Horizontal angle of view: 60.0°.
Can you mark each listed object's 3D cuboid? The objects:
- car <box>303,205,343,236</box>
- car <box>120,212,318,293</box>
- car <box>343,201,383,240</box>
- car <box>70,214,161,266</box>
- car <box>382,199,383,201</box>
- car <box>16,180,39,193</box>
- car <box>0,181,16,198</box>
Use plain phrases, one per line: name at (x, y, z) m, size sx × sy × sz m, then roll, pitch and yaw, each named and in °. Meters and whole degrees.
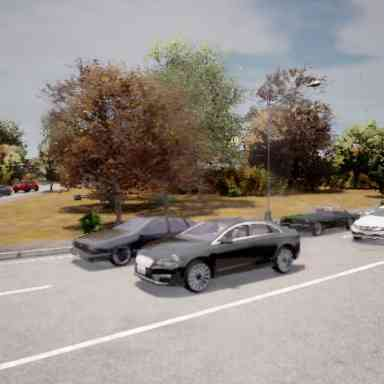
car at (6.729, 1.402, 17.379) m, size 4.718 × 1.301 × 1.895 m, roll -2°, pitch 1°, yaw -35°
car at (0.868, 1.463, 8.902) m, size 4.902 × 1.511 × 2.128 m, roll -1°, pitch 0°, yaw -35°
car at (8.927, 1.322, 14.643) m, size 4.674 × 1.442 × 1.812 m, roll -2°, pitch 1°, yaw -35°
car at (-1.340, 1.521, 11.677) m, size 5.357 × 1.411 × 2.033 m, roll -1°, pitch 0°, yaw -38°
car at (15.513, 0.650, 23.550) m, size 5.566 × 2.045 × 2.150 m, roll -3°, pitch 2°, yaw -35°
car at (-27.677, -0.964, 55.667) m, size 2.150 × 2.045 × 5.566 m, roll 0°, pitch 4°, yaw -1°
car at (-26.648, -0.214, 45.861) m, size 2.097 × 1.767 × 4.553 m, roll 0°, pitch 4°, yaw -7°
